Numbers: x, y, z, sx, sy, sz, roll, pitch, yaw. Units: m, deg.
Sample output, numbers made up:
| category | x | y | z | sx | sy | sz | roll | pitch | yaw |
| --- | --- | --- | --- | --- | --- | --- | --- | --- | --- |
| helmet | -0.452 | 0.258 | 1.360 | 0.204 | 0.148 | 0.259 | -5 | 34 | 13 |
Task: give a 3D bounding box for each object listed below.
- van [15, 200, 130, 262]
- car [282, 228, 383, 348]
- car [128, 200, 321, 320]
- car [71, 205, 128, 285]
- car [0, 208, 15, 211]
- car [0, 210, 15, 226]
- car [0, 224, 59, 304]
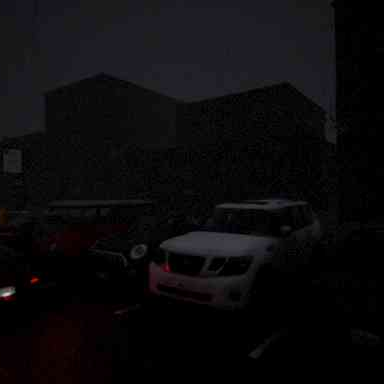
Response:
| category | x | y | z | sx | sy | sz | roll | pitch | yaw |
| --- | --- | --- | --- | --- | --- | --- | --- | --- | --- |
| van | -3.092 | 1.253 | 11.075 | 1.878 | 1.987 | 4.442 | 0 | 0 | 36 |
| car | 3.668 | 1.510 | 6.303 | 2.163 | 1.488 | 4.792 | 0 | 0 | 36 |
| car | 1.433 | 1.230 | 7.918 | 2.435 | 2.045 | 5.566 | 0 | 0 | 36 |
| car | -0.769 | 1.356 | 9.581 | 2.185 | 1.767 | 4.553 | 0 | 0 | 36 |
| car | -7.387 | 1.467 | 14.549 | 1.946 | 1.575 | 5.366 | 0 | 0 | 36 |
| car | -5.262 | 1.515 | 12.783 | 2.002 | 1.452 | 4.674 | 0 | 0 | 36 |
| car | -5.025 | 1.526 | 7.015 | 4.674 | 1.442 | 1.812 | 0 | 0 | 36 |
